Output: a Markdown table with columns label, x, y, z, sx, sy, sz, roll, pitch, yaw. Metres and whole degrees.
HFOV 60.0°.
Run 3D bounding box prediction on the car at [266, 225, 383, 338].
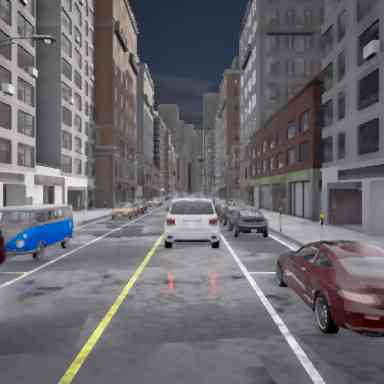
| label | x | y | z | sx | sy | sz | roll | pitch | yaw |
| --- | --- | --- | --- | --- | --- | --- | --- | --- | --- |
| car | 2.857 | 1.578 | 6.441 | 1.802 | 1.307 | 4.206 | 0 | 0 | 0 |

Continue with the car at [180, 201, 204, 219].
| label | x | y | z | sx | sy | sz | roll | pitch | yaw |
| --- | --- | --- | --- | --- | --- | --- | --- | --- | --- |
| car | 0.000 | 1.562 | 29.651 | 1.994 | 1.385 | 4.181 | 0 | 0 | 0 |

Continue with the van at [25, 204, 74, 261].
| label | x | y | z | sx | sy | sz | roll | pitch | yaw |
| --- | --- | --- | --- | --- | --- | --- | --- | --- | --- |
| van | -5.666 | 1.336 | 11.966 | 1.690 | 1.788 | 3.998 | 0 | 0 | 0 |

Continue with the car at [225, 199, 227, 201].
| label | x | y | z | sx | sy | sz | roll | pitch | yaw |
| --- | --- | --- | --- | --- | --- | --- | --- | --- | --- |
| car | 2.857 | 1.571 | 28.544 | 1.802 | 1.307 | 4.206 | 0 | 0 | 0 |

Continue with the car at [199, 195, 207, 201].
| label | x | y | z | sx | sy | sz | roll | pitch | yaw |
| --- | --- | --- | --- | --- | --- | --- | --- | --- | --- |
| car | 2.857 | 1.556 | 88.448 | 1.947 | 1.339 | 4.313 | 0 | 0 | 0 |

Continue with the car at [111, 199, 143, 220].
| label | x | y | z | sx | sy | sz | roll | pitch | yaw |
| --- | --- | --- | --- | --- | --- | --- | --- | --- | --- |
| car | -5.669 | 1.514 | 28.375 | 1.752 | 1.417 | 4.829 | 0 | 0 | 0 |

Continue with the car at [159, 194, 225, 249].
| label | x | y | z | sx | sy | sz | roll | pitch | yaw |
| --- | --- | --- | --- | --- | --- | --- | --- | --- | --- |
| car | 0.000 | 1.253 | 14.680 | 2.150 | 2.045 | 5.566 | 0 | 0 | 0 |

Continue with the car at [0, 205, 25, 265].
| label | x | y | z | sx | sy | sz | roll | pitch | yaw |
| --- | --- | --- | --- | --- | --- | --- | --- | --- | --- |
| car | -5.669 | 1.311 | 6.442 | 2.192 | 1.841 | 5.009 | 0 | 0 | 0 |

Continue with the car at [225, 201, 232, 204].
| label | x | y | z | sx | sy | sz | roll | pitch | yaw |
| --- | --- | --- | --- | --- | --- | --- | --- | --- | --- |
| car | 2.857 | 1.542 | 23.019 | 2.008 | 1.369 | 4.403 | 0 | 0 | 0 |

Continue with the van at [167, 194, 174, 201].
| label | x | y | z | sx | sy | sz | roll | pitch | yaw |
| --- | --- | --- | --- | --- | --- | --- | --- | --- | --- |
| van | -5.670 | 1.331 | 88.448 | 1.690 | 1.788 | 3.998 | 0 | 0 | 0 |

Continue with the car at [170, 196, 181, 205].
| label | x | y | z | sx | sy | sz | roll | pitch | yaw |
| --- | --- | --- | --- | --- | --- | --- | --- | --- | --- |
| car | -3.000 | 1.544 | 61.724 | 1.812 | 1.442 | 4.674 | 0 | 0 | 0 |

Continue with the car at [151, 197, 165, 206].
| label | x | y | z | sx | sy | sz | roll | pitch | yaw |
| --- | --- | --- | --- | --- | --- | --- | --- | --- | --- |
| car | -5.669 | 1.534 | 56.173 | 2.008 | 1.369 | 4.403 | 0 | 0 | 0 |

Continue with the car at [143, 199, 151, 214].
| label | x | y | z | sx | sy | sz | roll | pitch | yaw |
| --- | --- | --- | --- | --- | --- | --- | --- | --- | --- |
| car | -5.669 | 1.427 | 34.071 | 1.967 | 1.590 | 4.097 | 0 | 0 | 0 |

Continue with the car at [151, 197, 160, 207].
| label | x | y | z | sx | sy | sz | roll | pitch | yaw |
| --- | --- | --- | --- | --- | --- | --- | --- | --- | --- |
| car | -5.669 | 1.508 | 50.478 | 1.752 | 1.417 | 4.829 | 0 | 0 | 0 |

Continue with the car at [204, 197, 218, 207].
| label | x | y | z | sx | sy | sz | roll | pitch | yaw |
| --- | --- | --- | --- | --- | --- | --- | --- | --- | --- |
| car | 2.857 | 1.508 | 50.817 | 1.752 | 1.417 | 4.829 | 0 | 0 | 0 |

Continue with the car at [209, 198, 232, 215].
| label | x | y | z | sx | sy | sz | roll | pitch | yaw |
| --- | --- | --- | --- | --- | --- | --- | --- | --- | --- |
| car | 2.856 | 1.427 | 34.070 | 1.967 | 1.590 | 4.097 | 0 | 0 | 0 |

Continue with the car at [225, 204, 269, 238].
| label | x | y | z | sx | sy | sz | roll | pitch | yaw |
| --- | --- | --- | --- | --- | --- | --- | --- | --- | --- |
| car | 2.857 | 1.544 | 17.493 | 2.008 | 1.369 | 4.403 | 0 | 0 | 0 |
